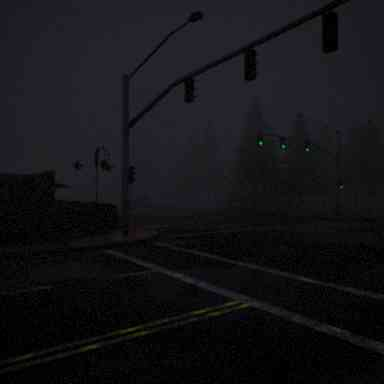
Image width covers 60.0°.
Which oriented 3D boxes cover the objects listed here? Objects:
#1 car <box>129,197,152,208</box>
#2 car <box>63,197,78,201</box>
[{"bbox_3d":[-7.758,1.437,48.760,2.097,1.767,4.553,0,0,-37],"label":"car"},{"bbox_3d":[-18.743,1.582,51.652,1.812,1.442,4.674,0,0,-36],"label":"car"}]
